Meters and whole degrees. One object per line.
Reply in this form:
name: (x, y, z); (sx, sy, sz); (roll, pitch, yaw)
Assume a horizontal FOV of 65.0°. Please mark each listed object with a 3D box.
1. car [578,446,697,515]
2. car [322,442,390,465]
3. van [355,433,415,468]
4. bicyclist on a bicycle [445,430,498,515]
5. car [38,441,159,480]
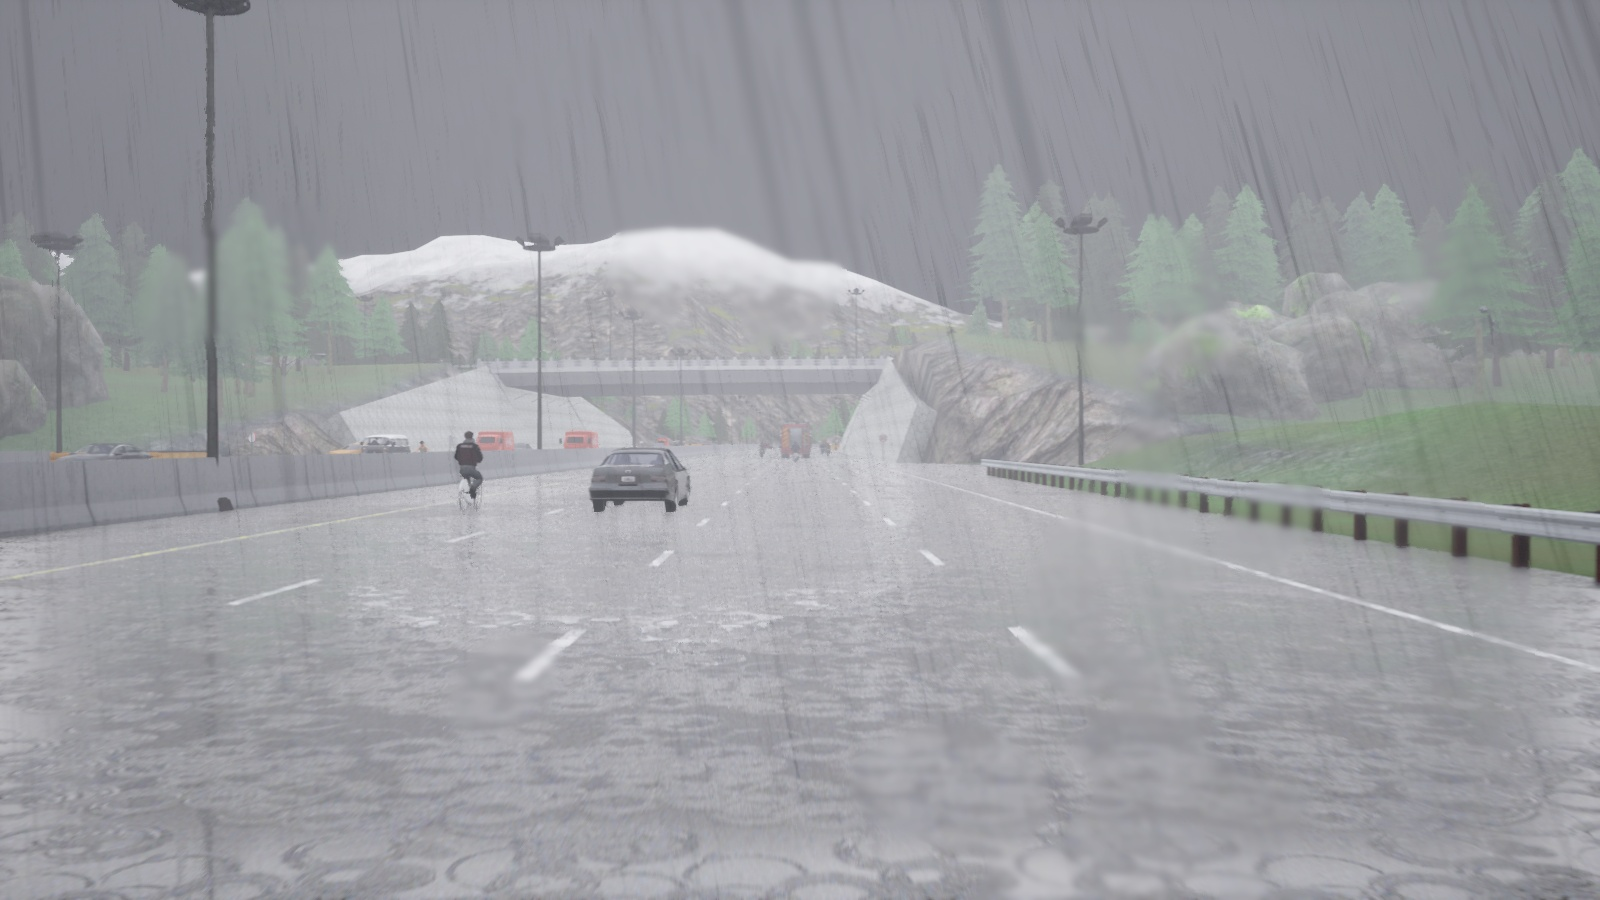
car: (-3.572, 0.630, 28.637); (2.033, 1.411, 5.357); (0, 0, 0)
car: (-30.814, 0.209, 87.349); (1.882, 1.535, 5.008); (0, 0, 17)
van: (-24.715, 0.031, 74.926); (2.069, 2.038, 4.480); (0, 0, 0)
bicyclist on a bicycle: (-7.068, 0.459, 27.056); (0.659, 1.776, 1.843); (0, 1, 0)
car: (-28.140, 0.397, 50.568); (2.128, 1.511, 4.902); (0, 0, 0)
